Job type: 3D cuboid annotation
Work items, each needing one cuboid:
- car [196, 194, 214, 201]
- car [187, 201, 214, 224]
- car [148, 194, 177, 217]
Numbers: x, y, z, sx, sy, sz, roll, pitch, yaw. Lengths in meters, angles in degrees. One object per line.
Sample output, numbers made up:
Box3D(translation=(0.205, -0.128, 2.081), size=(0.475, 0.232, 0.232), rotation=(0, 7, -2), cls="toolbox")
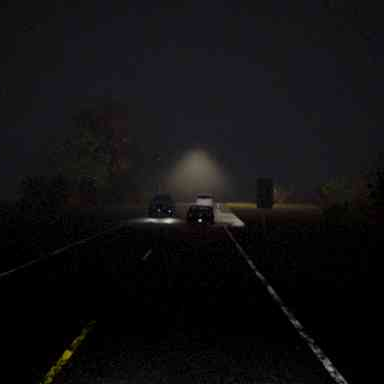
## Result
Box3D(translation=(1.641, 1.243, 42.623), size=(2.150, 2.045, 5.566), rotation=(0, 0, 4), cls="car")
Box3D(translation=(0.643, 1.618, 24.582), size=(1.895, 1.301, 4.718), rotation=(0, 0, 2), cls="car")
Box3D(translation=(-2.728, 1.243, 31.741), size=(2.150, 2.045, 5.566), rotation=(0, 0, 3), cls="car")
